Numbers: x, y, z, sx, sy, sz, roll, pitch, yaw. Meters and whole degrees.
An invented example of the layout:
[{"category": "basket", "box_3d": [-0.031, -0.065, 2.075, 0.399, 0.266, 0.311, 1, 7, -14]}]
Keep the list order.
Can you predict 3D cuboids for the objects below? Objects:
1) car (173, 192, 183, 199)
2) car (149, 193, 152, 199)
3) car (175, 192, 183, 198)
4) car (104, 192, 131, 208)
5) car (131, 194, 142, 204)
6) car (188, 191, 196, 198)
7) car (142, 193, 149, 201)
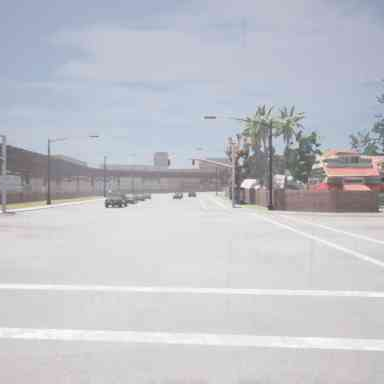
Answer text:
[{"category": "car", "box_3d": [-3.417, 0.963, 76.862, 1.895, 1.301, 4.718, 0, 1, 0]}, {"category": "car", "box_3d": [-10.417, 0.897, 76.557, 1.812, 1.442, 4.674, 0, 1, 0]}, {"category": "car", "box_3d": [-3.406, 0.709, 87.180, 1.994, 1.385, 4.181, 0, 1, 0]}, {"category": "car", "box_3d": [-10.504, 1.082, 46.383, 2.150, 2.045, 5.566, 0, 1, 1]}, {"category": "car", "box_3d": [-10.439, 1.286, 56.507, 2.033, 1.411, 5.357, 0, 1, 0]}, {"category": "car", "box_3d": [0.094, 0.519, 86.818, 2.097, 1.767, 4.553, 0, 1, 0]}, {"category": "car", "box_3d": [-10.428, 1.143, 66.225, 1.994, 1.385, 4.181, 0, 1, 0]}]
